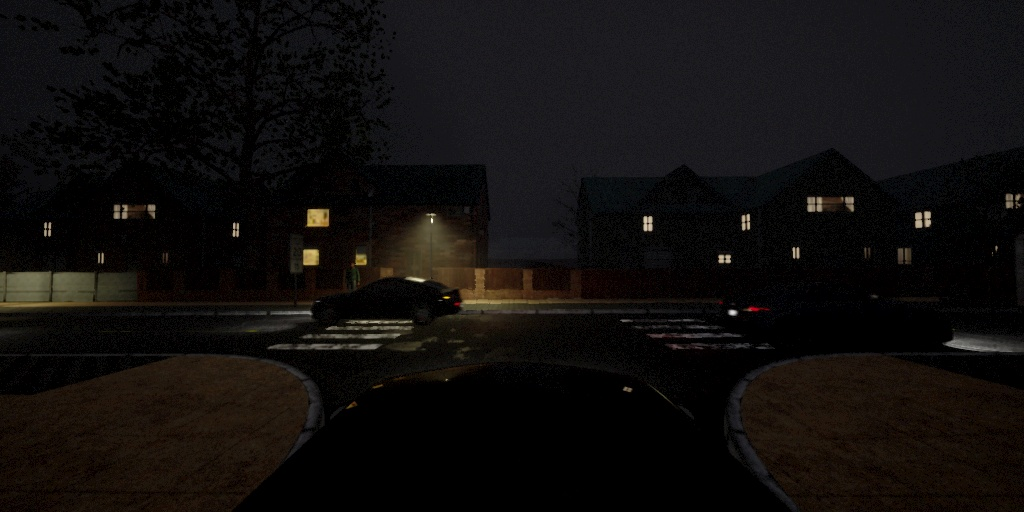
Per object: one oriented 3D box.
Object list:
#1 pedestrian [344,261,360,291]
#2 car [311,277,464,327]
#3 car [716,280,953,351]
[{"bbox_3d":[-6.467,1.111,14.482,0.375,1.860,0.375,0,-1,2],"label":"pedestrian"},{"bbox_3d":[-3.897,1.395,11.484,4.674,1.442,1.812,-1,-1,2],"label":"car"},{"bbox_3d":[7.075,1.259,8.202,4.181,1.385,1.994,-1,-1,2],"label":"car"}]
